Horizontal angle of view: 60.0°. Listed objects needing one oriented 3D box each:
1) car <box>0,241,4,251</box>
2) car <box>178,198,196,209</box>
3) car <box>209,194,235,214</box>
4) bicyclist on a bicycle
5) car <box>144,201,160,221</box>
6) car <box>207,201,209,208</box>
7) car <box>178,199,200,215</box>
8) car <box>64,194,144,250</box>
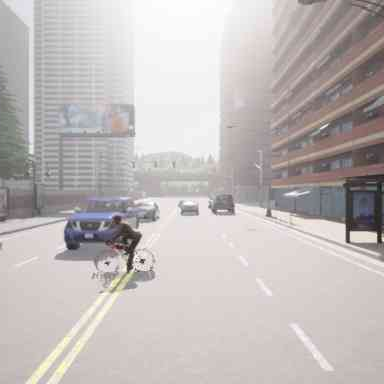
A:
[{"bbox_3d":[-7.153,1.547,8.661,2.033,1.411,5.357,0,0,0],"label":"car"},{"bbox_3d":[-0.809,1.601,47.756,1.895,1.301,4.718,0,0,-9],"label":"car"},{"bbox_3d":[3.293,1.221,35.879,2.150,2.045,5.566,0,0,0],"label":"car"},{"bbox_3d":[-1.861,1.455,9.127,1.656,1.620,0.582,-2,0,0],"label":"bicyclist on a bicycle"},{"bbox_3d":[-3.701,1.492,26.882,2.128,1.511,4.902,0,0,0],"label":"car"},{"bbox_3d":[3.173,1.547,46.065,2.033,1.411,5.357,0,0,0],"label":"car"},{"bbox_3d":[-0.207,1.547,34.420,2.033,1.411,5.357,0,0,0],"label":"car"},{"bbox_3d":[-3.700,1.223,14.659,2.150,2.045,5.566,0,0,0],"label":"car"}]
